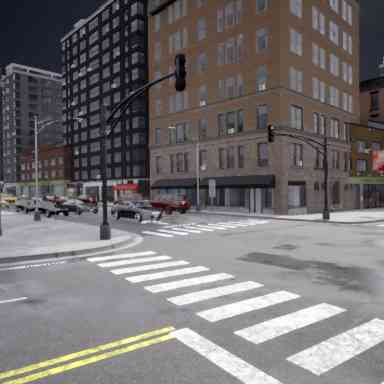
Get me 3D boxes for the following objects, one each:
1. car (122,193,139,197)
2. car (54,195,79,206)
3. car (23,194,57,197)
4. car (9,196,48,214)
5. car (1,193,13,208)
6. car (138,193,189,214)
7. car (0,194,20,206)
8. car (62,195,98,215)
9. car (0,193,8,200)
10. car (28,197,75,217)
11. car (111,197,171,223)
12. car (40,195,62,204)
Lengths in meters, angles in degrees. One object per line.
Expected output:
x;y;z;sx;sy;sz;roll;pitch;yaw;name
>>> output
-6.283;1.045;35.145;2.192;1.841;5.009;0;1;-44;car
-17.802;1.181;46.994;1.802;1.307;4.206;0;1;-44;car
-17.570;1.258;38.482;1.812;1.442;4.674;-1;1;-44;car
-16.231;1.375;33.149;1.947;1.339;4.313;0;1;-44;car
-23.788;1.248;40.922;1.752;1.417;4.829;0;1;-44;car
-2.444;1.087;31.196;2.192;1.841;5.009;0;1;-44;car
-26.579;1.103;47.838;1.882;1.535;5.008;-1;1;-44;car
-10.593;1.336;31.292;1.812;1.442;4.674;-1;1;-44;car
-40.837;0.885;70.687;1.947;1.339;4.313;0;1;-44;car
-12.392;1.418;29.200;1.947;1.339;4.313;0;1;-44;car
-4.173;1.372;24.690;2.128;1.511;4.902;-1;1;-44;car
-21.641;1.136;50.943;1.802;1.307;4.206;0;1;-44;car
